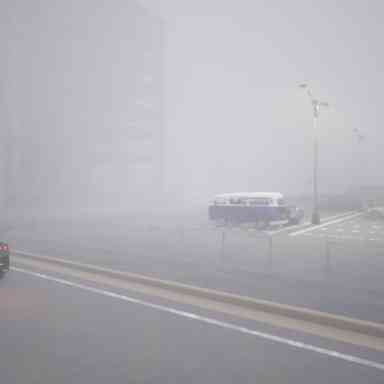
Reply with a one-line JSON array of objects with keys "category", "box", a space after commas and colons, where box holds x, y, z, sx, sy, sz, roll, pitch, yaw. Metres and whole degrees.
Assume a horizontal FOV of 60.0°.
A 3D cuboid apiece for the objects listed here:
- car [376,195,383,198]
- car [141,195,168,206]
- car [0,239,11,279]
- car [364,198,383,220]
[{"category": "car", "box": [18.168, 1.150, 29.124, 4.605, 1.855, 1.932, 0, 0, 36]}, {"category": "car", "box": [-5.697, 1.246, 51.431, 2.097, 1.767, 4.553, 0, 0, 36]}, {"category": "car", "box": [-6.584, 1.489, 8.656, 4.892, 1.490, 1.837, 0, 0, 36]}, {"category": "car", "box": [14.952, 1.392, 24.566, 3.806, 1.475, 1.970, 0, 0, 36]}]
